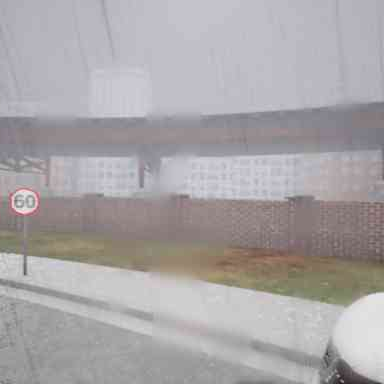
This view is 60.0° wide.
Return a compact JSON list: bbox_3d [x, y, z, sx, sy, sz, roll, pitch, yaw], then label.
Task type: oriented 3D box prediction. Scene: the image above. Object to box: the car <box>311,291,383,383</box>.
[{"bbox_3d":[3.355,1.212,1.266,5.566,2.045,2.150,0,0,38],"label":"car"}]
